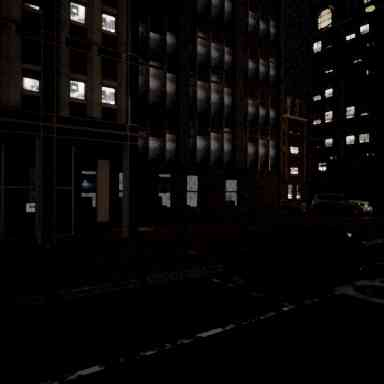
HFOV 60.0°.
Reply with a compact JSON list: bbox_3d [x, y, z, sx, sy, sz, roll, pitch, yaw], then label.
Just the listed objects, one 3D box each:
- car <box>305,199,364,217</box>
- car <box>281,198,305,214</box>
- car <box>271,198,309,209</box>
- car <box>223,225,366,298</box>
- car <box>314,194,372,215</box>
[{"bbox_3d":[12.860,1.534,30.204,1.802,1.307,4.206,0,0,-36],"label":"car"},{"bbox_3d":[9.659,1.467,34.667,1.752,1.417,4.829,0,0,-36],"label":"car"},{"bbox_3d":[12.968,1.499,44.430,1.752,1.417,4.829,0,0,-36],"label":"car"},{"bbox_3d":[2.782,1.567,8.542,4.313,1.339,1.947,0,0,-36],"label":"car"},{"bbox_3d":[14.435,1.184,32.450,2.150,2.045,5.566,0,0,-36],"label":"car"}]
